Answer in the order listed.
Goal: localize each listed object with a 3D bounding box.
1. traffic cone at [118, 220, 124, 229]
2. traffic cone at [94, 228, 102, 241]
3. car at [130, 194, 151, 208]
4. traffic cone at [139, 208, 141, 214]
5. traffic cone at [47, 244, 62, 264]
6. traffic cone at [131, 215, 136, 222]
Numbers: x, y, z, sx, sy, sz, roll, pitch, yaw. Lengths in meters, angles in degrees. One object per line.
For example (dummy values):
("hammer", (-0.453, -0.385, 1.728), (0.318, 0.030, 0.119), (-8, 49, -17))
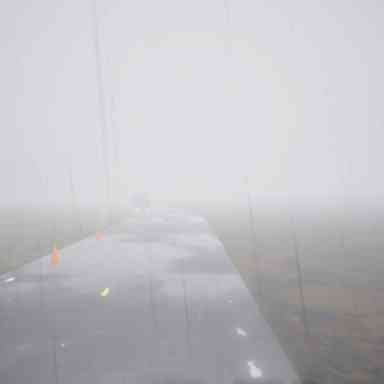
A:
("traffic cone", (-4.430, 2.003, 20.734), (0.340, 0.580, 0.340), (0, 0, 0))
("traffic cone", (-4.429, 1.997, 15.734), (0.340, 0.580, 0.340), (0, 0, 0))
("car", (-7.727, 1.267, 49.304), (2.150, 2.045, 5.566), (0, 0, -21))
("traffic cone", (-4.910, 2.006, 30.462), (0.340, 0.580, 0.340), (0, 0, -6))
("traffic cone", (-4.428, 1.988, 10.733), (0.340, 0.580, 0.340), (0, 0, 0))
("traffic cone", (-4.538, 2.006, 25.612), (0.340, 0.580, 0.340), (0, 0, -3))
